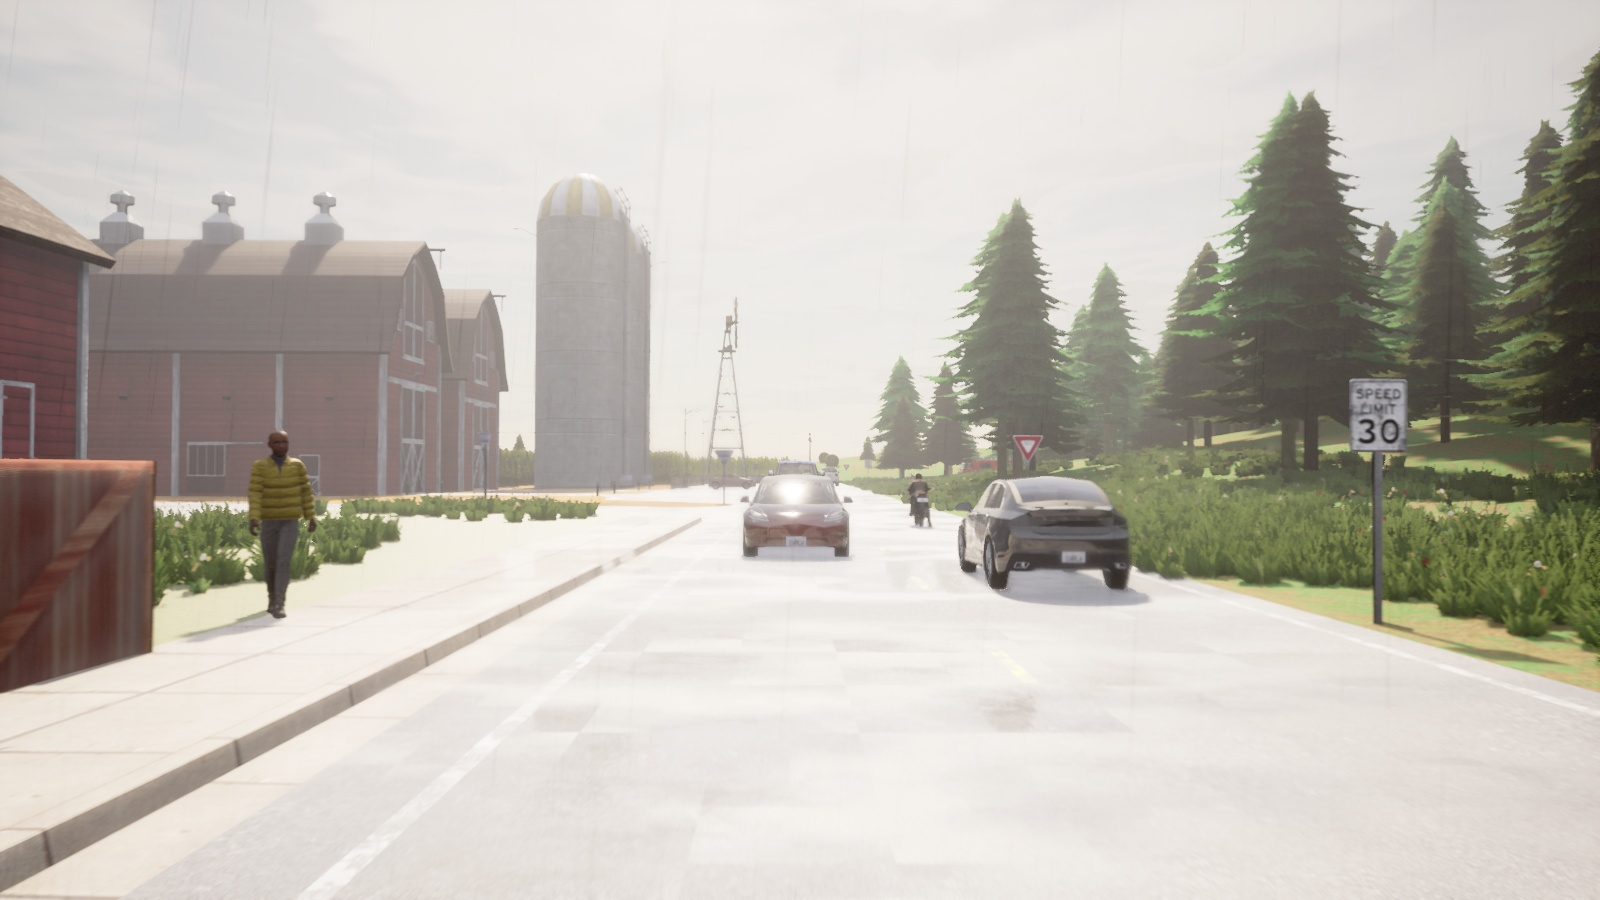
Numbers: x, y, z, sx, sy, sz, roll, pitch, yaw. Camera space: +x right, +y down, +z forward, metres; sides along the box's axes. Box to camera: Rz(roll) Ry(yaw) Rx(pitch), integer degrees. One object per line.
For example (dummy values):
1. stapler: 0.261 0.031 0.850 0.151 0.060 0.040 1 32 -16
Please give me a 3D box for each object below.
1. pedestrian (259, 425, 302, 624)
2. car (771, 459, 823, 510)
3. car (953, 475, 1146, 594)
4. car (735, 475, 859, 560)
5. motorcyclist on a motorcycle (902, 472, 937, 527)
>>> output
1. pedestrian: -4.985 0.697 12.051 0.370 1.835 0.726 0 -1 -23
2. car: -0.133 1.460 54.188 2.150 2.045 5.566 0 -1 0
3. car: 3.455 1.120 18.340 1.837 1.490 4.892 0 -1 0
4. car: -0.060 1.235 24.495 2.163 1.488 4.792 0 -1 0
5. motorcyclist on a motorcycle: 3.412 1.399 35.929 0.797 1.523 2.044 0 -1 0
